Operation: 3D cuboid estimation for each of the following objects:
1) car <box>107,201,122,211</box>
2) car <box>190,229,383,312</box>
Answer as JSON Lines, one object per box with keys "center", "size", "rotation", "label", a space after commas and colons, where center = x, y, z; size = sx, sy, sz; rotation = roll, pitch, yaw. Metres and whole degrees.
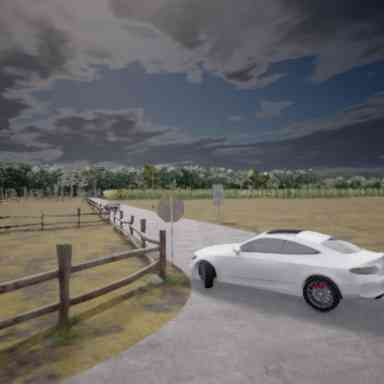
{"center": [-11.665, 2.059, 49.431], "size": [2.033, 1.411, 5.357], "rotation": [-2, 0, -19], "label": "car"}
{"center": [2.067, 1.632, 7.955], "size": [4.674, 1.442, 1.812], "rotation": [-2, -1, 40], "label": "car"}
